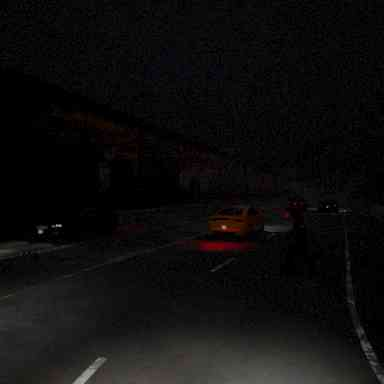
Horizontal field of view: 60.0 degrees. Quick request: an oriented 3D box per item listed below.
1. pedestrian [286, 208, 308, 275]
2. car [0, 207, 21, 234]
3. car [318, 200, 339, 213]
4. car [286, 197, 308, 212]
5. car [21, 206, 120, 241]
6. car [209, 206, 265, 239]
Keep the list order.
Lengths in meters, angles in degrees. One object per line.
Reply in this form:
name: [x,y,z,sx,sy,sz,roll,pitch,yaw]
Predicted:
pedestrian: [2.771,1.294,8.755,0.375,1.860,0.375,0,0,25]
car: [-9.533,1.525,16.919,1.812,1.442,4.674,0,0,24]
car: [15.153,1.564,36.931,1.994,1.385,4.181,0,0,25]
car: [12.529,1.352,39.590,2.097,1.767,4.553,0,0,24]
car: [-5.703,1.491,16.934,2.128,1.511,4.902,0,0,24]
car: [2.509,1.477,17.600,1.882,1.535,5.008,0,0,24]
